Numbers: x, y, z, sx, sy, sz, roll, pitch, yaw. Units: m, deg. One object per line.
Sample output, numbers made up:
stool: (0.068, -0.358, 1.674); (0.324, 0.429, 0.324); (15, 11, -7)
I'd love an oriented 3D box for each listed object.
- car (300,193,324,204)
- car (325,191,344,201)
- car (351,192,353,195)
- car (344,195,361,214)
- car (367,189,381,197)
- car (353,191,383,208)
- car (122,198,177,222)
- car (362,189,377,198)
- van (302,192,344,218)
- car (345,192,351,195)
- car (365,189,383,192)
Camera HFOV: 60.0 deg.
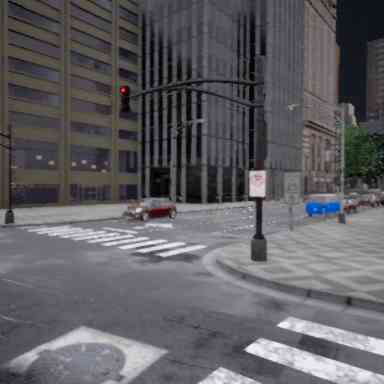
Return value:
car: (17.667, 0.908, 48.825); (1.887, 1.381, 4.507); (1, 1, 39)
car: (24.554, 0.703, 57.246); (1.967, 1.590, 4.097); (1, 1, 39)
car: (31.442, 0.714, 65.672); (2.008, 1.369, 4.403); (1, 1, 39)
car: (13.939, 1.250, 30.798); (1.802, 1.307, 4.206); (1, 1, 39)
car: (45.218, 0.280, 82.515); (2.192, 1.841, 5.009); (1, 1, 39)
car: (20.826, 0.989, 39.219); (1.967, 1.590, 4.097); (1, 1, 39)
car: (-2.994, 1.160, 23.553); (1.967, 1.590, 4.097); (1, 1, 39)
car: (41.774, 0.329, 78.303); (2.192, 1.841, 5.009); (1, 1, 39)
van: (10.496, 1.071, 26.582); (1.690, 1.788, 3.998); (1, 1, 39)
car: (21.424, 0.983, 49.057); (1.895, 1.301, 4.718); (1, 1, 39)
car: (24.271, 0.811, 43.430); (2.192, 1.841, 5.009); (1, 1, 39)
